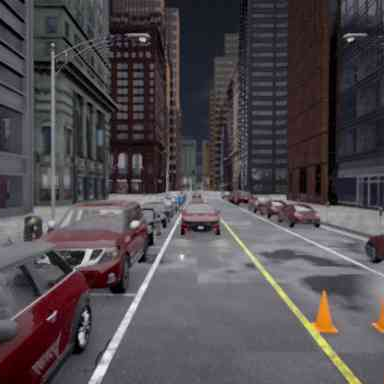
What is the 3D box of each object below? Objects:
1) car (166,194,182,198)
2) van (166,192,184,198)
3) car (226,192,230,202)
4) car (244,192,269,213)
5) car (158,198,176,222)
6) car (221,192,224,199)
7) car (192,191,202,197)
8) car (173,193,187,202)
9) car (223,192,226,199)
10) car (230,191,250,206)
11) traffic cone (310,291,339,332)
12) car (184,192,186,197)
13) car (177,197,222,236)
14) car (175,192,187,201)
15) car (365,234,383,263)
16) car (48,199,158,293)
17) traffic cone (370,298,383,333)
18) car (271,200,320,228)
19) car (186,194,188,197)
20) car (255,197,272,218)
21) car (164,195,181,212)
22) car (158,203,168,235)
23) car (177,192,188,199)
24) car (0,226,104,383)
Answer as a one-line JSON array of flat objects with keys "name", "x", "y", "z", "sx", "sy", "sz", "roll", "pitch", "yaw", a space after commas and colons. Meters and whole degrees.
[{"name": "car", "x": -2.125, "y": 1.150, "z": 31.221, "sx": 1.802, "sy": 1.307, "sz": 4.206, "roll": 0, "pitch": 1, "yaw": 1}, {"name": "van", "x": -2.072, "y": 0.836, "z": 36.853, "sx": 1.690, "sy": 1.788, "sz": 3.998, "roll": 0, "pitch": 1, "yaw": 1}, {"name": "car", "x": 6.558, "y": 0.704, "z": 48.048, "sx": 2.192, "sy": 1.841, "sz": 5.009, "roll": 0, "pitch": 1, "yaw": 1}, {"name": "car", "x": 6.399, "y": 1.047, "z": 31.144, "sx": 1.967, "sy": 1.590, "sz": 4.097, "roll": 0, "pitch": 1, "yaw": 1}, {"name": "car", "x": -2.231, "y": 1.284, "z": 19.948, "sx": 1.947, "sy": 1.339, "sz": 4.313, "roll": 0, "pitch": 1, "yaw": 1}, {"name": "car", "x": 6.716, "y": 0.617, "z": 64.956, "sx": 1.967, "sy": 1.590, "sz": 4.097, "roll": 0, "pitch": 1, "yaw": 1}, {"name": "car", "x": 0.961, "y": 0.654, "z": 65.291, "sx": 1.837, "sy": 1.490, "sz": 4.892, "roll": 0, "pitch": 0, "yaw": 1}, {"name": "car", "x": -1.914, "y": 0.845, "z": 53.764, "sx": 1.947, "sy": 1.339, "sz": 4.313, "roll": 0, "pitch": 1, "yaw": 1}, {"name": "car", "x": 6.611, "y": 0.883, "z": 53.687, "sx": 1.947, "sy": 1.339, "sz": 4.313, "roll": 0, "pitch": 1, "yaw": 1}, {"name": "car", "x": 6.505, "y": 0.776, "z": 42.412, "sx": 2.192, "sy": 1.841, "sz": 5.009, "roll": 0, "pitch": 1, "yaw": 1}, {"name": "traffic cone", "x": 2.121, "y": 1.890, "z": 5.346, "sx": 0.340, "sy": 0.580, "sz": 0.340, "roll": 0, "pitch": 1, "yaw": 1}, {"name": "car", "x": -2.021, "y": 0.949, "z": 42.322, "sx": 1.752, "sy": 1.417, "sz": 4.829, "roll": 0, "pitch": 1, "yaw": 1}, {"name": "car", "x": 0.411, "y": 1.247, "z": 16.970, "sx": 1.882, "sy": 1.535, "sz": 5.008, "roll": 0, "pitch": 1, "yaw": 1}, {"name": "car", "x": -1.861, "y": 0.774, "z": 59.400, "sx": 1.947, "sy": 1.339, "sz": 4.313, "roll": 0, "pitch": 1, "yaw": 1}, {"name": "car", "x": 6.188, "y": 1.491, "z": 8.604, "sx": 1.802, "sy": 1.307, "sz": 4.206, "roll": 0, "pitch": 1, "yaw": 1}, {"name": "car", "x": -2.336, "y": 1.185, "z": 8.673, "sx": 2.192, "sy": 1.841, "sz": 5.009, "roll": 0, "pitch": 1, "yaw": 1}, {"name": "traffic cone", "x": 3.121, "y": 1.895, "z": 5.336, "sx": 0.340, "sy": 0.580, "sz": 0.340, "roll": 0, "pitch": 1, "yaw": 1}, {"name": "car", "x": 6.294, "y": 1.339, "z": 19.875, "sx": 1.802, "sy": 1.307, "sz": 4.206, "roll": 0, "pitch": 1, "yaw": 1}, {"name": "car", "x": -1.967, "y": 0.932, "z": 48.128, "sx": 1.802, "sy": 1.307, "sz": 4.206, "roll": 0, "pitch": 1, "yaw": 1}, {"name": "car", "x": 6.347, "y": 1.263, "z": 25.511, "sx": 1.802, "sy": 1.307, "sz": 4.206, "roll": 0, "pitch": 1, "yaw": 1}, {"name": "car", "x": -2.178, "y": 1.193, "z": 25.584, "sx": 2.008, "sy": 1.369, "sz": 4.403, "roll": 0, "pitch": 1, "yaw": 1}, {"name": "car", "x": -2.283, "y": 1.360, "z": 14.313, "sx": 1.947, "sy": 1.339, "sz": 4.313, "roll": 0, "pitch": 1, "yaw": 1}, {"name": "car", "x": -1.808, "y": 0.689, "z": 65.036, "sx": 2.008, "sy": 1.369, "sz": 4.403, "roll": 0, "pitch": 1, "yaw": 1}, {"name": "car", "x": -2.389, "y": 1.386, "z": 3.039, "sx": 1.967, "sy": 1.590, "sz": 4.097, "roll": 0, "pitch": 1, "yaw": 1}]
